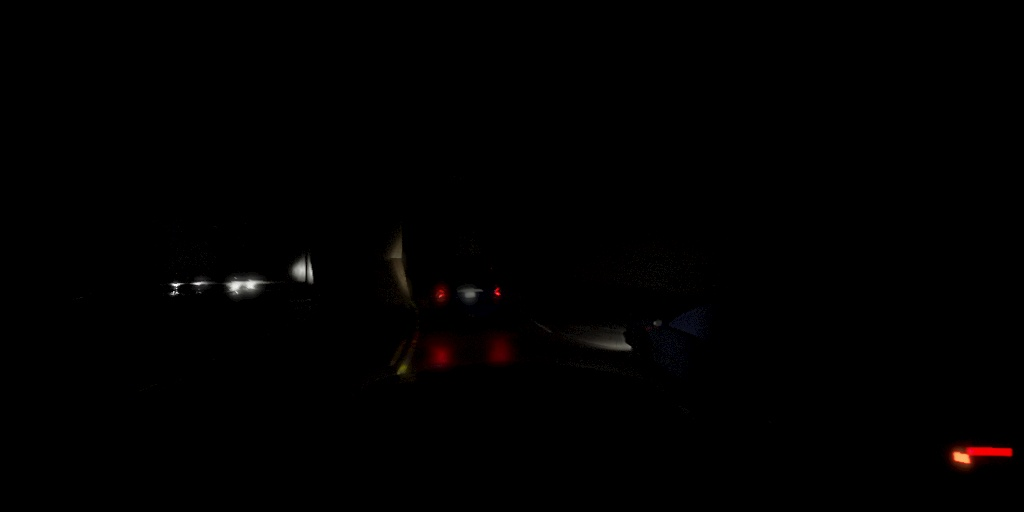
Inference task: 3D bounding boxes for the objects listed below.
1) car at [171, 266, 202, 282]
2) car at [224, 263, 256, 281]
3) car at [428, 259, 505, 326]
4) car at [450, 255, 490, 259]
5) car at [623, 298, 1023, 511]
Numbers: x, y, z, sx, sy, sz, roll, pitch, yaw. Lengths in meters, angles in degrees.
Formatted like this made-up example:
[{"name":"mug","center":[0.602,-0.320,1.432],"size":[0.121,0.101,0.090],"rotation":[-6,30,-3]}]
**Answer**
[{"name":"car","center":[-28.680,1.513,31.565],"size":[4.718,1.301,1.895],"rotation":[0,0,45]},{"name":"car","center":[-24.854,1.375,32.706],"size":[4.902,1.511,2.128],"rotation":[0,0,45]},{"name":"car","center":[-1.674,1.100,12.001],"size":[2.097,1.767,4.553],"rotation":[-1,0,-14]},{"name":"car","center":[-3.216,0.964,24.365],"size":[2.150,2.045,5.566],"rotation":[0,0,-31]},{"name":"car","center":[3.323,1.270,4.737],"size":[2.033,1.411,5.357],"rotation":[0,0,-5]}]
